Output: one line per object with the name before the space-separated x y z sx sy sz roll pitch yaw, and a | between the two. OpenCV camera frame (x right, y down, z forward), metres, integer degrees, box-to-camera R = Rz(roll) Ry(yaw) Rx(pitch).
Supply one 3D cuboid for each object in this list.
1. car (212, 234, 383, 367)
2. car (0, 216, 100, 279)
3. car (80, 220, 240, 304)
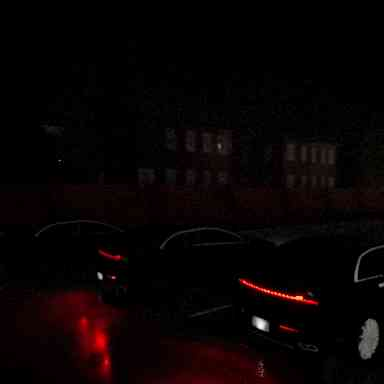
car | 2.882 1.506 5.815 4.892 1.490 1.837 0 0 -35
car | -3.283 1.474 10.015 4.902 1.511 2.128 0 0 -35
car | 0.110 1.484 8.136 4.902 1.511 2.128 0 0 -35
